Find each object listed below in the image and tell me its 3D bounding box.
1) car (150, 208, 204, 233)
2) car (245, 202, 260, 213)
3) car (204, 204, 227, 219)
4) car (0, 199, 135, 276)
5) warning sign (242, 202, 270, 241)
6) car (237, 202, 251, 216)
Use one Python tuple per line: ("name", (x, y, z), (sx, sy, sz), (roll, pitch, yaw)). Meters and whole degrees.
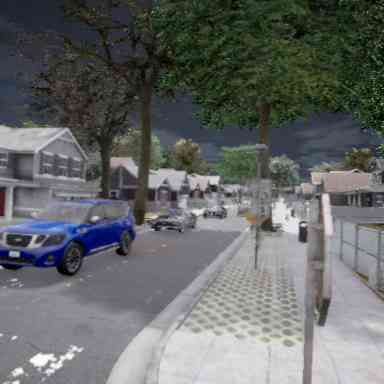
("car", (-0.991, 1.785, 21.950), (2.033, 1.411, 5.357), (2, 0, 14))
("car", (9.175, 2.279, 49.919), (1.812, 1.442, 4.674), (2, 0, 15))
("car", (2.520, 2.017, 35.472), (1.994, 1.385, 4.181), (2, 0, 15))
("car", (-3.786, 1.269, 11.070), (2.150, 2.045, 5.566), (2, -1, 14))
("warning sign", (3.257, 1.470, 16.928), (1.300, 1.860, 1.060), (1, -1, 14))
("car", (6.533, 2.110, 39.542), (2.128, 1.511, 4.902), (2, 0, 15))
